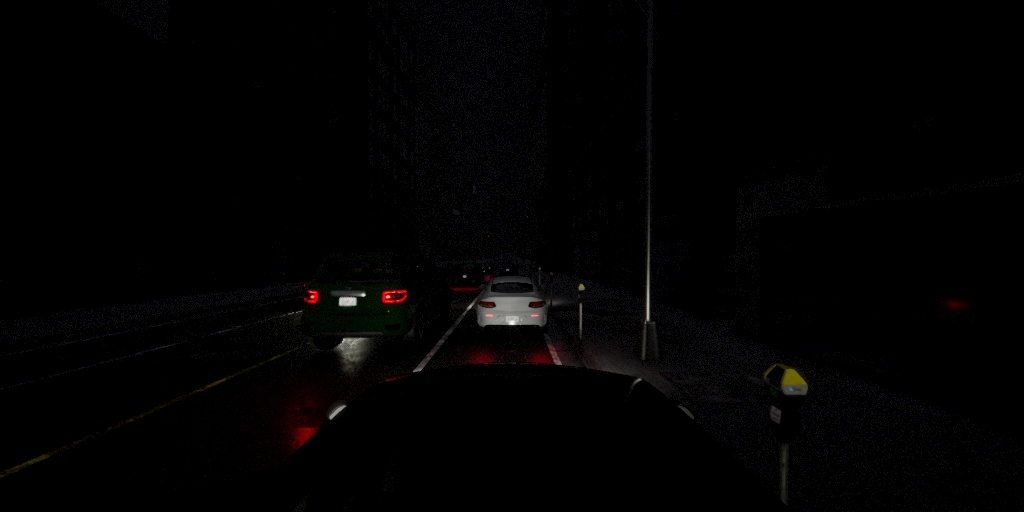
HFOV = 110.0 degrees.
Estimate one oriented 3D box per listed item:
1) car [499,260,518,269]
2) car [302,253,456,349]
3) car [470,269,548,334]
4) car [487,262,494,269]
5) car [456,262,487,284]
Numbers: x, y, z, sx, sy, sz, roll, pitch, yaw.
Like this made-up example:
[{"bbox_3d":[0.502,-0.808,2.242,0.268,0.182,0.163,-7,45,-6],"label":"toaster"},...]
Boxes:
[{"bbox_3d":[-0.383,1.315,34.934,1.948,1.339,4.313,0,0,0],"label":"car"},{"bbox_3d":[-3.048,0.965,9.309,2.150,2.045,5.566,0,-1,0],"label":"car"},{"bbox_3d":[0.003,1.274,10.501,1.812,1.442,4.674,0,0,0],"label":"car"},{"bbox_3d":[-3.045,1.352,40.967,1.895,1.301,4.718,0,0,0],"label":"car"},{"bbox_3d":[-3.146,1.226,26.268,1.882,1.535,5.008,0,0,0],"label":"car"}]
